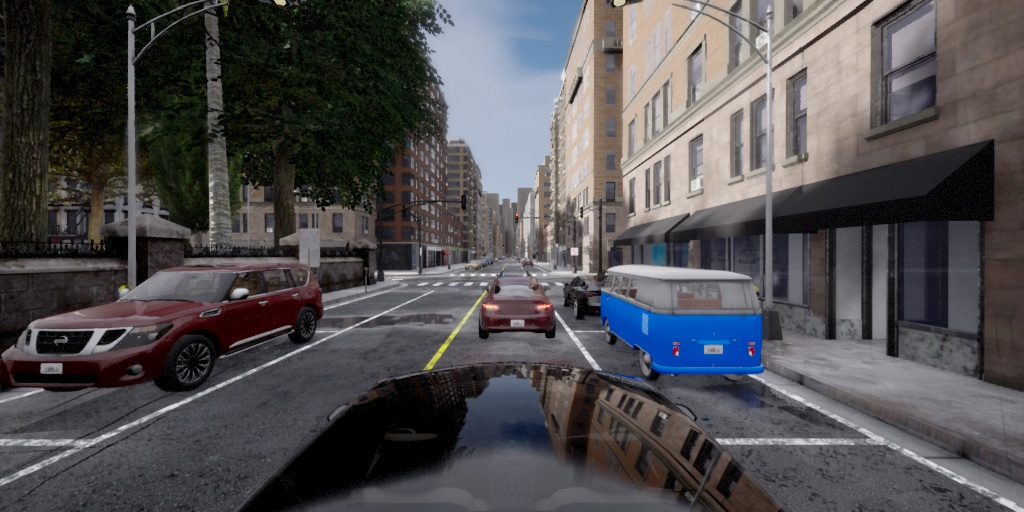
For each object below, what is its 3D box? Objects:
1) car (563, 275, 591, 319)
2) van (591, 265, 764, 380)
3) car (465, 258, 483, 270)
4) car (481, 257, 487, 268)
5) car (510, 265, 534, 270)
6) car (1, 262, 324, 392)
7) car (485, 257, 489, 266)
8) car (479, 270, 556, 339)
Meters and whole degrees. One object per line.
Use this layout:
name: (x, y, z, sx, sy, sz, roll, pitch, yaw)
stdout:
car: (2.881, 1.313, 12.604, 1.948, 1.339, 4.313, 0, 0, 0)
van: (2.868, 1.090, 6.944, 1.690, 1.789, 3.998, 0, 0, 0)
car: (-5.558, 1.247, 50.442, 1.751, 1.417, 4.829, 0, 0, 0)
car: (-5.545, 1.270, 56.062, 2.007, 1.370, 4.403, 0, 0, 0)
car: (0.114, 1.345, 18.807, 1.895, 1.301, 4.718, 0, 0, -1)
car: (-5.657, 1.064, 6.923, 2.192, 1.841, 5.009, 0, 0, 0)
car: (-5.533, 1.264, 61.513, 1.888, 1.381, 4.507, 0, 0, 0)
car: (0.124, 1.274, 9.985, 1.812, 1.442, 4.674, 0, 0, 0)
